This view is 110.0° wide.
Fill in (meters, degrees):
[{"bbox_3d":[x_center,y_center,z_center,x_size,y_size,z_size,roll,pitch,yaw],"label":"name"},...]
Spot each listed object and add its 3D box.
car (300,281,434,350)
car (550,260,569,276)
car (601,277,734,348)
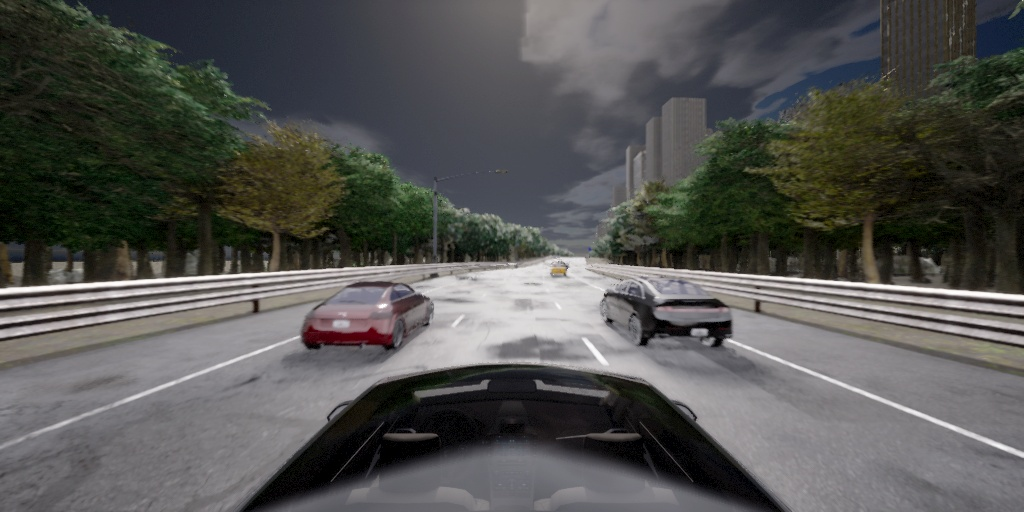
[{"bbox_3d":[-3.327,1.315,9.058,1.994,1.385,4.181,0,0,1],"label":"car"},{"bbox_3d":[5.402,1.503,42.137,1.801,1.575,5.366,0,0,6],"label":"car"},{"bbox_3d":[3.677,1.289,9.399,2.128,1.511,4.902,0,0,1],"label":"car"}]
